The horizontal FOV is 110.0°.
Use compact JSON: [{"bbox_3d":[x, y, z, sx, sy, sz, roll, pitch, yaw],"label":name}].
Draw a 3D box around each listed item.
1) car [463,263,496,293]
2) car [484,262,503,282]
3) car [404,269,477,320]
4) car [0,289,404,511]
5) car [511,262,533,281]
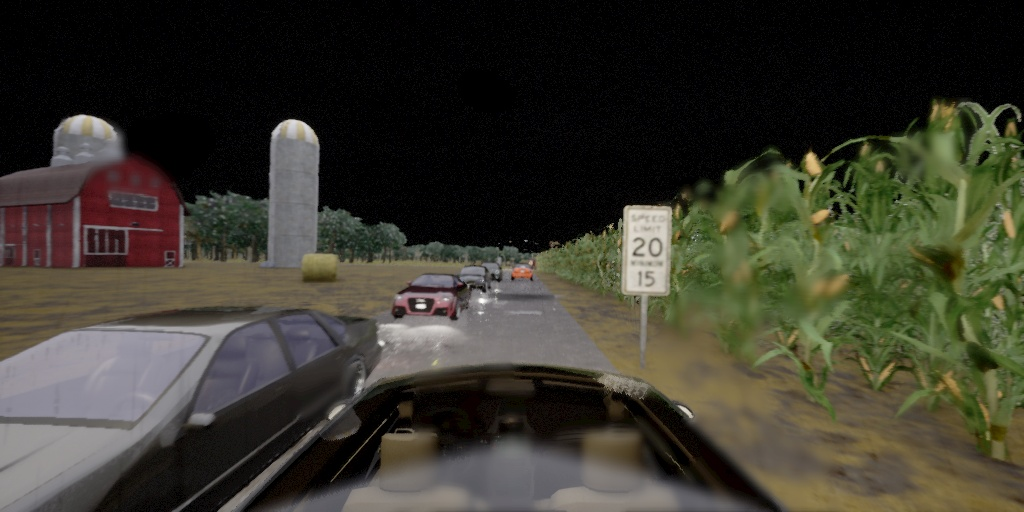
[{"bbox_3d":[-2.297,1.343,21.937,1.837,1.490,4.892,2,-1,2],"label":"car"},{"bbox_3d":[-1.948,1.335,31.984,2.097,1.767,4.553,2,-1,2],"label":"car"},{"bbox_3d":[-2.607,1.299,12.476,1.994,1.385,4.181,2,0,2],"label":"car"},{"bbox_3d":[-2.855,1.215,3.218,2.033,1.411,5.357,2,0,0],"label":"car"},{"bbox_3d":[1.039,1.487,35.739,2.097,1.767,4.553,2,-1,2],"label":"car"}]
